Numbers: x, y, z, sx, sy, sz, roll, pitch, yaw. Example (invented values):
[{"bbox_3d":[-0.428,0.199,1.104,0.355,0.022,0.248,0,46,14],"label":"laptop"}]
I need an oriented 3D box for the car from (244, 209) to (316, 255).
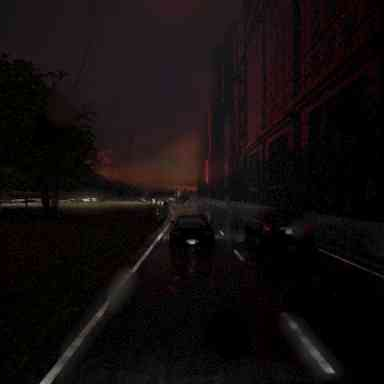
[{"bbox_3d":[3.505,1.480,14.064,2.097,1.767,4.553,0,-1,0],"label":"car"}]

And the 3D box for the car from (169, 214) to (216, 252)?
[{"bbox_3d":[0.008,1.659,14.392,1.812,1.442,4.674,0,0,0],"label":"car"}]
